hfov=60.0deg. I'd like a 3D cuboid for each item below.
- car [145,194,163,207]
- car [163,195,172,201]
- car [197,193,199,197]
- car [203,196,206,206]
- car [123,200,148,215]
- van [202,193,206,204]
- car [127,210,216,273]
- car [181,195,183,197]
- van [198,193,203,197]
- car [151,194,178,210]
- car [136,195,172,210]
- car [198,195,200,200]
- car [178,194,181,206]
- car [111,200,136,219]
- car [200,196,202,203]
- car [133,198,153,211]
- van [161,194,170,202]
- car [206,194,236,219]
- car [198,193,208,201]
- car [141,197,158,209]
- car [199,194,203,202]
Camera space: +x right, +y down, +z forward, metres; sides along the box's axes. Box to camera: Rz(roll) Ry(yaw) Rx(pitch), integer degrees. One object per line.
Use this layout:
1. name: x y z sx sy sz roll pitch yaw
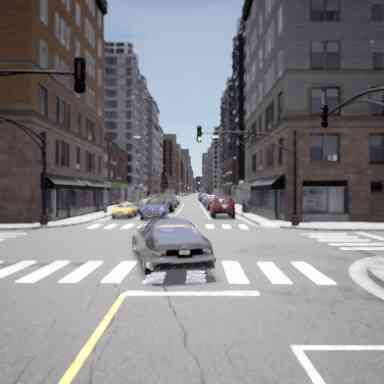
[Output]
1. car: -5.858 1.298 52.031 2.192 1.841 5.009 0 0 0
2. car: -5.858 1.500 80.305 1.887 1.381 4.507 0 0 0
3. car: 2.668 1.276 74.636 2.192 1.841 5.009 0 0 0
4. car: 2.668 1.536 40.696 1.887 1.381 4.507 0 0 0
5. car: -5.858 1.561 35.066 1.947 1.339 4.313 0 0 0
6. van: 2.668 1.329 46.353 1.690 1.788 3.998 0 0 0
7. car: -0.805 1.542 10.757 2.033 1.411 5.357 0 0 -14
8. car: -3.003 1.581 56.229 1.895 1.301 4.718 0 0 0
9. van: 2.668 1.308 68.979 1.690 1.788 3.998 0 0 0
10. car: -3.104 1.215 37.538 2.150 2.045 5.566 0 0 1
11. car: -3.098 1.351 27.988 2.097 1.767 4.553 0 0 0
12. car: 2.667 1.555 63.324 1.802 1.307 4.206 0 0 0
13. car: -3.053 1.479 47.411 2.128 1.511 4.902 0 0 0
14. car: -5.858 1.524 29.240 1.752 1.417 4.829 0 0 0
15. car: 2.667 1.565 52.010 1.802 1.307 4.206 0 0 0
16. car: -5.858 1.517 40.550 1.752 1.417 4.829 0 0 0
17. van: -5.858 1.302 74.650 1.690 1.788 3.998 0 0 0
18. car: 2.669 1.313 29.383 2.192 1.841 5.009 0 0 0
19. car: 2.667 1.270 80.293 2.192 1.841 5.009 0 0 0
20. car: -5.858 1.513 46.205 1.752 1.417 4.829 0 0 0
21. car: 2.668 1.503 57.837 1.752 1.417 4.829 0 0 0
